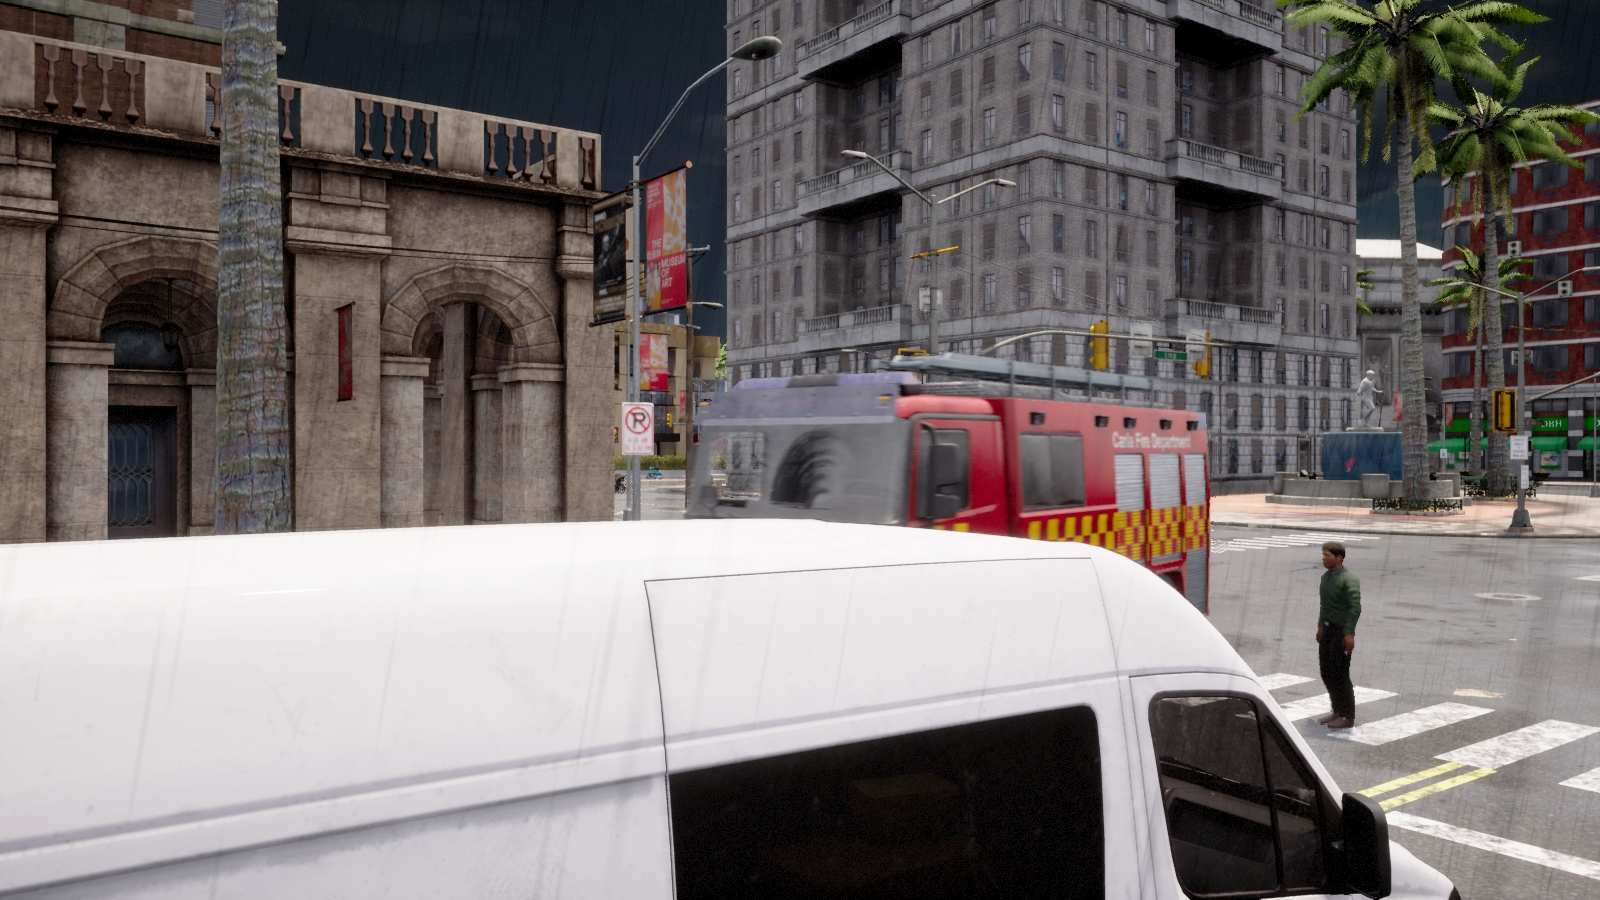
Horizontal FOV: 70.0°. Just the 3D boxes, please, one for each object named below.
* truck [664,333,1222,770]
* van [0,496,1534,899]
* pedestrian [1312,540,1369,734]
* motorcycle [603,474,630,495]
[{"bbox_3d":[2.367,0.886,14.213,2.891,3.827,8.468,0,0,39],"label":"truck"},{"bbox_3d":[0.019,1.533,3.806,5.915,2.561,1.988,0,0,-35],"label":"van"},{"bbox_3d":[5.375,1.843,11.368,0.375,1.860,0.375,0,0,-2],"label":"pedestrian"},{"bbox_3d":[-11.808,2.192,73.425,0.867,1.251,2.209,0,0,-35],"label":"motorcycle"}]
